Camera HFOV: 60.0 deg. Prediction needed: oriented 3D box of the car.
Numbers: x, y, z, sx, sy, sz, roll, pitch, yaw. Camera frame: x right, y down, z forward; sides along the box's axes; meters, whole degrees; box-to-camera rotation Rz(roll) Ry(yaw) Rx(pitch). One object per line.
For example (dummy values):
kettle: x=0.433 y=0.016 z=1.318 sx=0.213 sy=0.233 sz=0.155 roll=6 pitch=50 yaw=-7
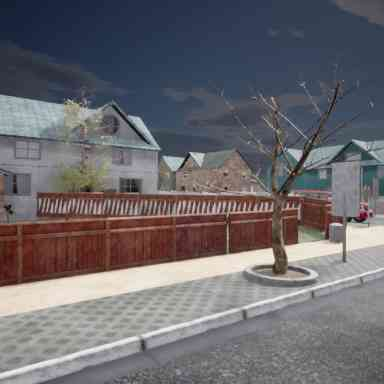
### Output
car: x=9.387 y=0.941 z=22.999 sx=2.150 sy=2.045 sz=5.566 roll=1 pitch=1 yaw=-36
